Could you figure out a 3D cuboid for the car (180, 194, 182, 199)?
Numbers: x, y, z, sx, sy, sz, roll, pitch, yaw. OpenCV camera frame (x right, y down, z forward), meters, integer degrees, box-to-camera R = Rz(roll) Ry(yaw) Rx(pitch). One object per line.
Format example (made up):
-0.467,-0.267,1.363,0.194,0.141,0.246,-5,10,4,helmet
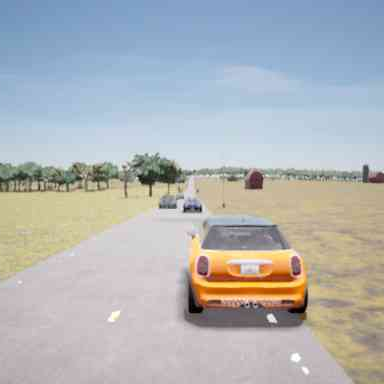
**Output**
-2.744,1.176,81.370,2.033,1.411,5.357,0,0,0,car

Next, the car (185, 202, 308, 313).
0.963,1.281,7.644,2.097,1.767,4.553,0,1,0,car

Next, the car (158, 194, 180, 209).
-2.843,1.088,39.995,2.097,1.767,4.553,0,0,0,car

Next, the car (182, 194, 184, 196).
0.017,1.266,45.296,2.033,1.411,5.357,0,0,0,car

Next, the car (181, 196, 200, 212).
0.067,1.359,34.238,1.895,1.301,4.718,0,0,0,car
